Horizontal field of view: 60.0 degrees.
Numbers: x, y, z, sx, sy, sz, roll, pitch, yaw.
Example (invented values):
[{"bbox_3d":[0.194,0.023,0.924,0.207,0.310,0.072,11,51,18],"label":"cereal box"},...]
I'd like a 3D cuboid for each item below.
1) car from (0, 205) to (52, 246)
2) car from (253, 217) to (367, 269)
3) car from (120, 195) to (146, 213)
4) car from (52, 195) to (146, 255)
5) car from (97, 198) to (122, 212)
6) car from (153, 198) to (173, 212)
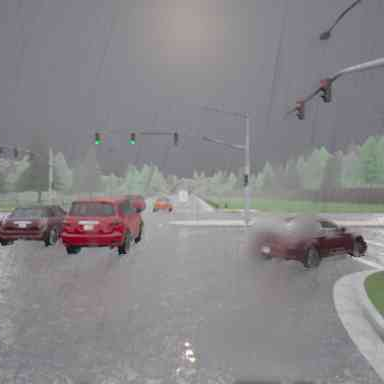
[{"bbox_3d":[-6.913,1.397,15.697,2.097,1.767,4.553,0,0,0],"label":"car"},{"bbox_3d":[4.019,1.559,11.269,4.674,1.442,1.812,0,-1,-38],"label":"car"},{"bbox_3d":[-6.932,1.336,39.910,2.150,2.045,5.566,0,0,0],"label":"car"},{"bbox_3d":[-3.410,1.261,13.643,2.150,2.045,5.566,0,0,0],"label":"car"},{"bbox_3d":[-10.434,1.599,42.329,1.882,1.535,5.008,0,0,0],"label":"car"},{"bbox_3d":[-3.432,1.468,40.471,2.097,1.767,4.553,0,0,0],"label":"car"}]
